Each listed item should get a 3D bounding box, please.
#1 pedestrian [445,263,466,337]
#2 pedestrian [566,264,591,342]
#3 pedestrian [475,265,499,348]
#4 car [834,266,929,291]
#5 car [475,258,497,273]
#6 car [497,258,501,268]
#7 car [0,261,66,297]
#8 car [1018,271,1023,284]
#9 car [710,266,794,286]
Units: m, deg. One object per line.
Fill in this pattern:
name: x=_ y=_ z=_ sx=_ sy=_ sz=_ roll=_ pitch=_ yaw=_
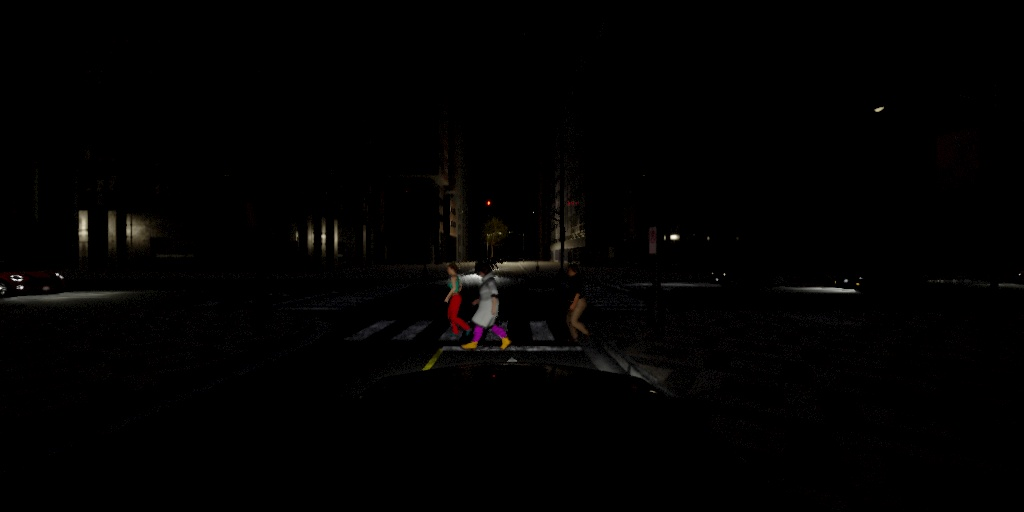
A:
pedestrian: x=-1.402 y=1.031 z=8.736 sx=0.375 sy=1.860 sz=0.375 roll=0 pitch=0 yaw=0
pedestrian: x=1.509 y=1.032 z=8.136 sx=0.375 sy=1.860 sz=0.375 roll=0 pitch=0 yaw=0
pedestrian: x=-0.522 y=1.033 z=7.535 sx=0.375 sy=1.860 sz=0.375 roll=0 pitch=0 yaw=0
car: x=21.925 y=1.301 z=21.386 sx=4.181 sy=1.385 sz=1.994 roll=0 pitch=0 yaw=0
car: x=-3.120 y=1.172 z=40.609 sx=2.128 sy=1.511 sz=4.902 roll=0 pitch=0 yaw=0
car: x=-3.139 y=1.160 z=55.892 sx=1.837 sy=1.490 sz=4.892 roll=0 pitch=0 yaw=0
car: x=-25.743 y=1.060 z=18.100 sx=4.553 sy=1.767 sz=2.097 roll=0 pitch=0 yaw=0
car: x=38.042 y=1.226 z=24.556 sx=5.008 sy=1.535 sz=1.882 roll=0 pitch=0 yaw=1
car: x=16.332 y=1.319 z=24.657 sx=4.718 sy=1.301 sz=1.895 roll=0 pitch=0 yaw=0
